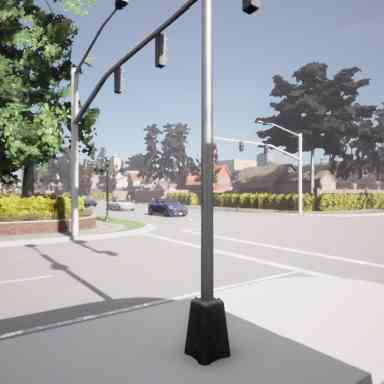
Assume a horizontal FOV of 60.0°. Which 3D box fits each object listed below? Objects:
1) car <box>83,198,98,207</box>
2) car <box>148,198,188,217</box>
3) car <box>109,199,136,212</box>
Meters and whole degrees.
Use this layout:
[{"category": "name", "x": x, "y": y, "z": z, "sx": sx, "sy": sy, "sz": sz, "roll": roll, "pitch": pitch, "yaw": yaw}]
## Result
[{"category": "car", "x": -15.998, "y": 1.547, "z": 50.257, "sx": 2.033, "sy": 1.411, "sz": 5.357, "roll": 0, "pitch": 0, "yaw": -36}, {"category": "car", "x": -2.323, "y": 1.352, "z": 31.360, "sx": 2.097, "sy": 1.767, "sz": 4.553, "roll": 0, "pitch": 0, "yaw": -36}, {"category": "car", "x": -8.452, "y": 1.526, "z": 39.832, "sx": 1.812, "sy": 1.442, "sz": 4.674, "roll": 0, "pitch": 0, "yaw": -36}]
